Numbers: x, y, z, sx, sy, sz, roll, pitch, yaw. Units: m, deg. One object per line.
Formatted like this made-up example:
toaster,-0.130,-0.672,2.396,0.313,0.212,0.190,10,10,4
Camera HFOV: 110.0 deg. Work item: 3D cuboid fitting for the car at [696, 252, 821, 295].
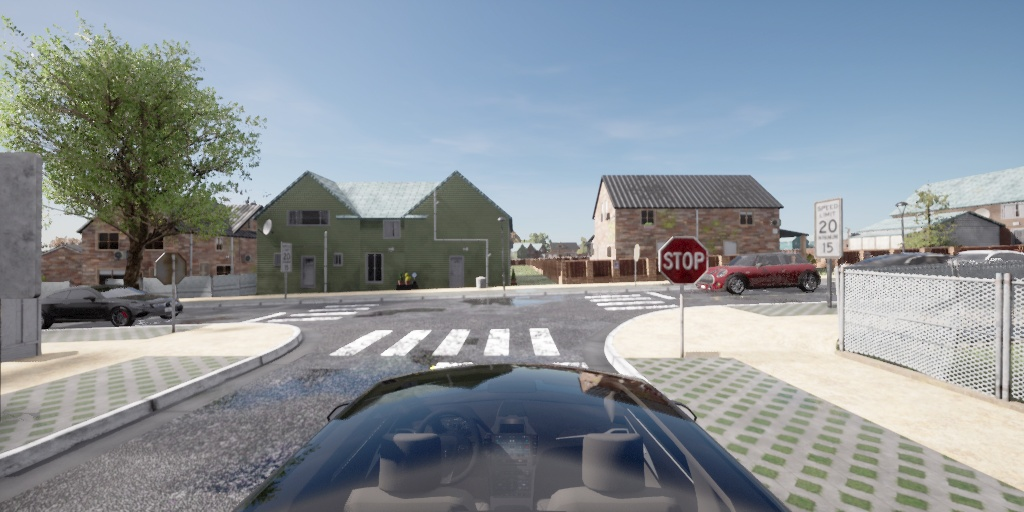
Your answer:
car,10.556,0.671,15.671,4.553,1.767,2.097,-2,0,-1

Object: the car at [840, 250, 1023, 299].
car,14.725,0.651,12.829,4.892,1.490,1.837,-2,-1,1

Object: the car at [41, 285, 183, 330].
car,-14.686,1.759,12.920,4.674,1.442,1.812,-2,0,0

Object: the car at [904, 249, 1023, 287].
car,20.497,0.487,15.660,4.674,1.442,1.812,-2,0,1
